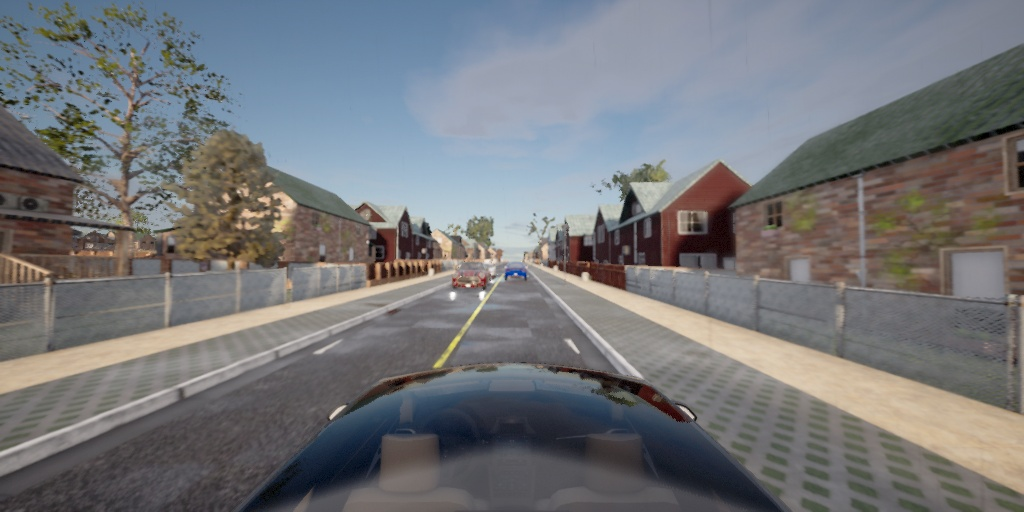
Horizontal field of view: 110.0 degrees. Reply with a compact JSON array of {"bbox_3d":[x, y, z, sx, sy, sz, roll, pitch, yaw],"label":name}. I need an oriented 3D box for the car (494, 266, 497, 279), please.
[{"bbox_3d":[-2.442,1.358,33.400,1.812,1.442,4.674,0,0,1],"label":"car"}]

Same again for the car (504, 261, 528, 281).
[{"bbox_3d":[0.353,1.315,31.592,1.882,1.535,5.008,0,0,1],"label":"car"}]

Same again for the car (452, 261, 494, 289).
[{"bbox_3d":[-2.545,1.153,23.267,2.097,1.767,4.553,0,0,1],"label":"car"}]
